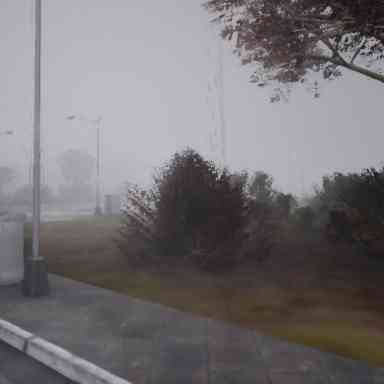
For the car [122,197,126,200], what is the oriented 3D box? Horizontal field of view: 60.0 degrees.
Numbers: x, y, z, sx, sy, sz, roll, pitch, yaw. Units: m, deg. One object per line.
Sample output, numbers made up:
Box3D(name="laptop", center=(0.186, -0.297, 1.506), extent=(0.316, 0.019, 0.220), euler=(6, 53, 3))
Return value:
Box3D(name="car", center=(-8.340, 0.906, 49.855), extent=(2.128, 1.511, 4.902), euler=(1, 1, 33))
